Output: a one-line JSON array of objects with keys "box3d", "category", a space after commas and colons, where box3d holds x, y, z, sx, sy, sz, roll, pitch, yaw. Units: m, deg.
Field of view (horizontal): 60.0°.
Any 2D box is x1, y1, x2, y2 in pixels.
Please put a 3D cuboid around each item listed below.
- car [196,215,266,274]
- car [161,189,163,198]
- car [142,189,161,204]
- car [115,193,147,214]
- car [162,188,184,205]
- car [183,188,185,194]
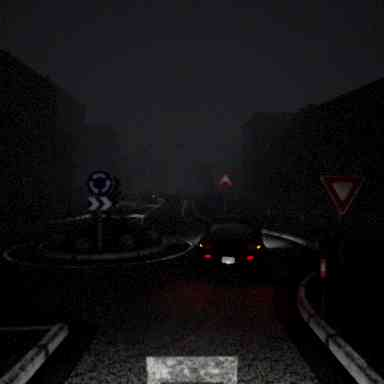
[{"box3d": [1.282, 1.439, 10.332, 1.812, 1.442, 4.674, 0, 1, 10], "category": "car"}, {"box3d": [-5.475, 0.213, 54.219, 2.128, 1.511, 4.902, 0, 2, 0], "category": "car"}, {"box3d": [-5.472, 0.535, 41.935, 2.097, 1.767, 4.553, 0, 2, 0], "category": "car"}, {"box3d": [-5.494, 1.079, 29.387, 1.812, 1.442, 4.674, 0, 1, 1], "category": "car"}, {"box3d": [-2.273, 0.705, 40.650, 1.882, 1.535, 5.008, 0, 2, 0], "category": "car"}, {"box3d": [-2.527, -0.264, 75.627, 1.895, 1.301, 4.718, 0, 1, 0], "category": "car"}]
